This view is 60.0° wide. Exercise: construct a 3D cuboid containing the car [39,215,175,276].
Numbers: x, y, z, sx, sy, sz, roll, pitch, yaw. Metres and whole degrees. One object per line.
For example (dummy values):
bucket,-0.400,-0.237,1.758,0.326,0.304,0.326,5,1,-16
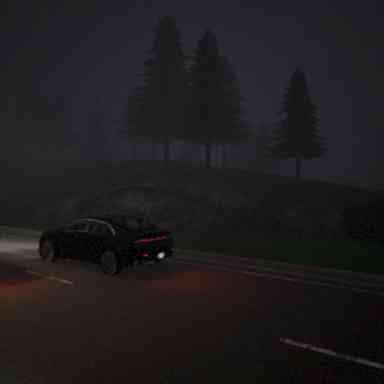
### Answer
car,-2.789,1.464,10.282,4.902,1.511,2.128,0,0,35
